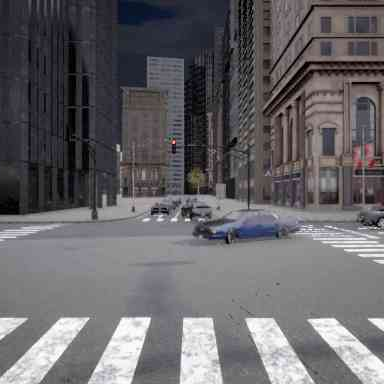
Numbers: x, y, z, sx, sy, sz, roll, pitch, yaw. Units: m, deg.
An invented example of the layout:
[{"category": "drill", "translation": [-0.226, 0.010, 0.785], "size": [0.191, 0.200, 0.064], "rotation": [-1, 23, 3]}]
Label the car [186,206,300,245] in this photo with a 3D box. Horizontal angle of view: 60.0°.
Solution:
[{"category": "car", "translation": [2.650, 1.528, 15.604], "size": [5.357, 1.411, 2.033], "rotation": [0, -1, -31]}]

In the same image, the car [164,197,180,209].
[{"category": "car", "translation": [-3.064, 1.556, 43.218], "size": [2.128, 1.511, 4.902], "rotation": [0, 0, 0]}]

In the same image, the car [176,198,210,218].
[{"category": "car", "translation": [0.358, 1.523, 28.055], "size": [2.128, 1.511, 4.902], "rotation": [-1, 0, -13]}]

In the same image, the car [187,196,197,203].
[{"category": "car", "translation": [-0.019, 1.688, 75.100], "size": [2.128, 1.511, 4.902], "rotation": [0, 0, 0]}]

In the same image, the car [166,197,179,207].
[{"category": "car", "translation": [-3.053, 1.593, 52.629], "size": [1.837, 1.490, 4.892], "rotation": [0, 0, 0]}]

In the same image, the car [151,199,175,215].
[{"category": "car", "translation": [-3.057, 1.644, 33.822], "size": [1.895, 1.301, 4.718], "rotation": [0, 0, 0]}]

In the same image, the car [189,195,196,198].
[{"category": "car", "translation": [0.092, 1.479, 65.202], "size": [2.097, 1.767, 4.553], "rotation": [0, 0, 0]}]

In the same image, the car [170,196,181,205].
[{"category": "car", "translation": [-3.005, 1.597, 62.777], "size": [1.882, 1.535, 5.008], "rotation": [0, 0, 0]}]

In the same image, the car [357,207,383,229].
[{"category": "car", "translation": [13.007, 1.497, 20.929], "size": [4.892, 1.490, 1.837], "rotation": [0, 0, 1]}]
